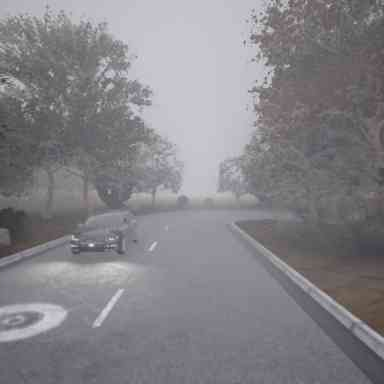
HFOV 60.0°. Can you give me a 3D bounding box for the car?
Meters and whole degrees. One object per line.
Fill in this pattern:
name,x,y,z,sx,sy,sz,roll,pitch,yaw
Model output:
car,-3.336,1.522,13.482,1.837,1.490,4.892,0,0,0
